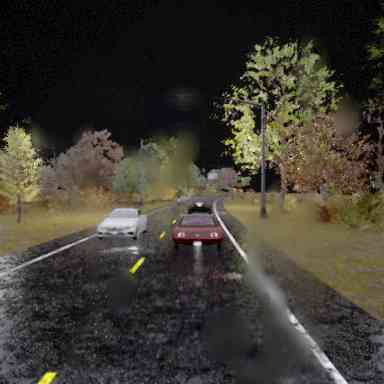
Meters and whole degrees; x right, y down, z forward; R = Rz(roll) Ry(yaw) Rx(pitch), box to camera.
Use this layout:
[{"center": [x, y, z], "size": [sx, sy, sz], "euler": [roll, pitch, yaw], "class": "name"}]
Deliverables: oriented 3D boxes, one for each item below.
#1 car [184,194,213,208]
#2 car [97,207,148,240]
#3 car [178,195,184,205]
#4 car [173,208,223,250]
[{"center": [0.752, 1.232, 31.413], "size": [2.150, 2.045, 5.566], "euler": [0, 0, 2], "class": "car"}, {"center": [-3.389, 1.531, 17.027], "size": [1.812, 1.442, 4.674], "euler": [0, 0, 1], "class": "car"}, {"center": [-1.300, 1.371, 59.199], "size": [2.097, 1.767, 4.553], "euler": [0, 0, 5], "class": "car"}, {"center": [0.246, 1.606, 14.409], "size": [1.895, 1.301, 4.718], "euler": [0, 0, 1], "class": "car"}]
